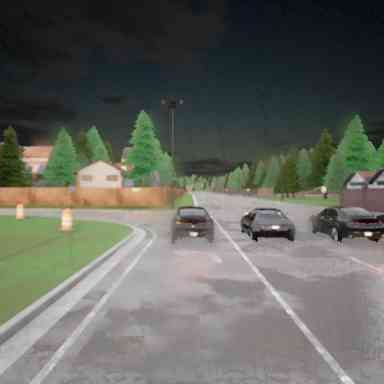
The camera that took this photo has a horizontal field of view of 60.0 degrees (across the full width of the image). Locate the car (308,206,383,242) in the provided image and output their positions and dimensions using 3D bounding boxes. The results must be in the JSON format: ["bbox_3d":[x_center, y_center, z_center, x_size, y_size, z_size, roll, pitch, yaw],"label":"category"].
[{"bbox_3d":[7.104,1.428,15.851,1.837,1.490,4.892,0,0,0],"label":"car"}]

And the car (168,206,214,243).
[{"bbox_3d":[-0.087,1.428,15.782,1.837,1.490,4.892,1,0,-4],"label":"car"}]

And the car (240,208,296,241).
[{"bbox_3d":[3.601,1.484,16.360,1.994,1.385,4.181,0,0,0],"label":"car"}]
